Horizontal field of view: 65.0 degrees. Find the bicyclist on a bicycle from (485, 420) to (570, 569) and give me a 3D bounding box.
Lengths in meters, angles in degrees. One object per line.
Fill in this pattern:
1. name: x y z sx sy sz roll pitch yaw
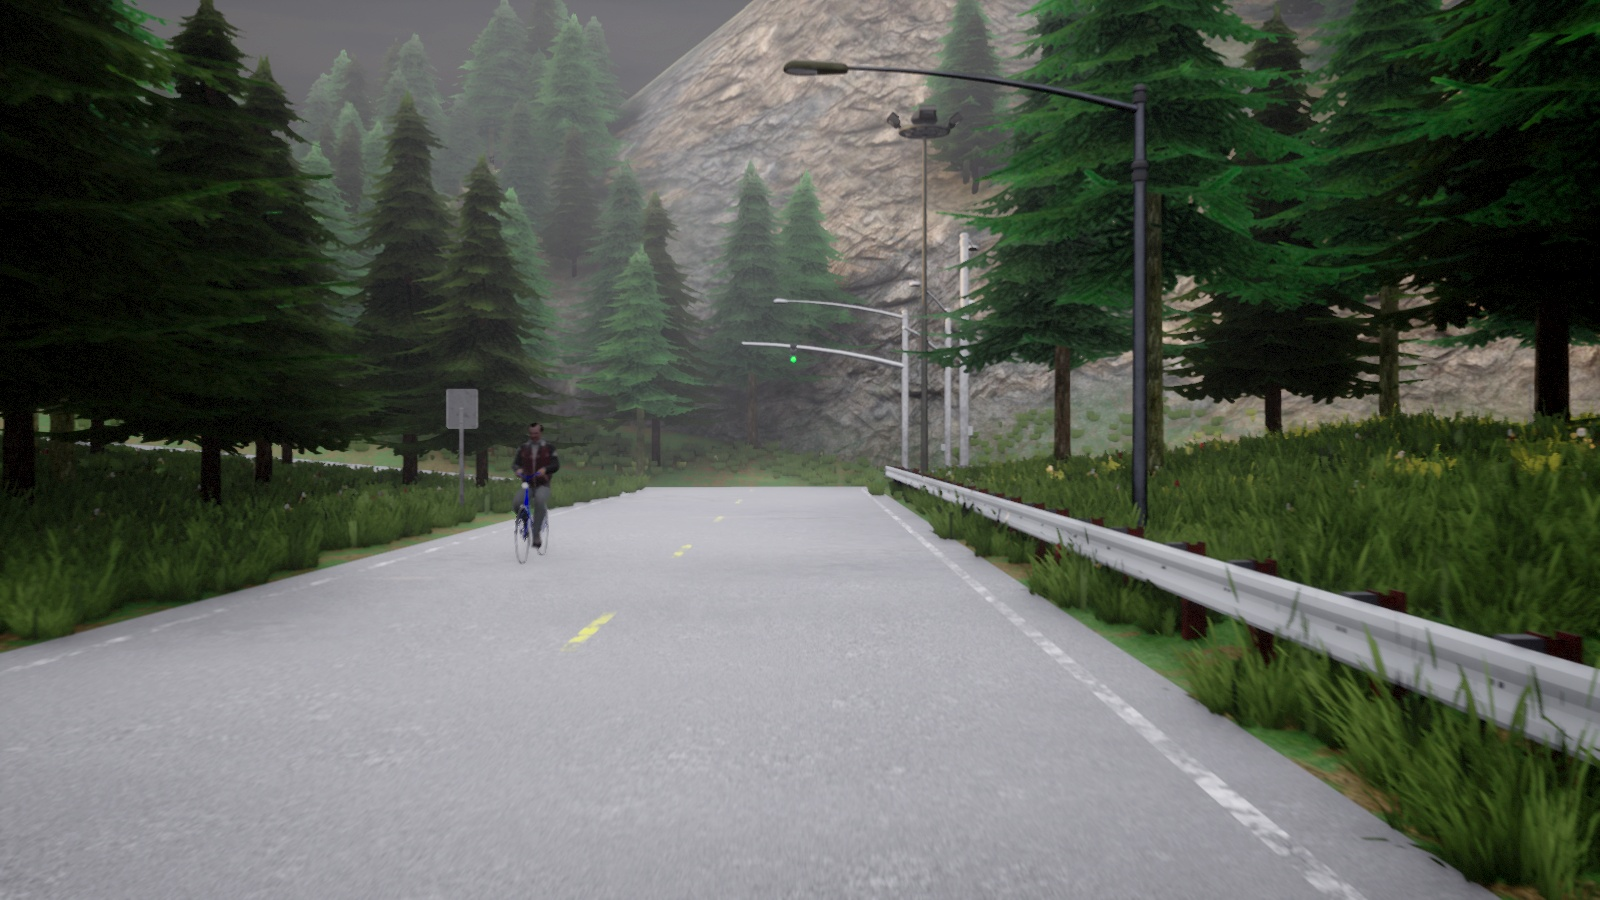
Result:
1. bicyclist on a bicycle: -3.395 0.525 15.809 0.659 1.776 1.843 0 0 0
